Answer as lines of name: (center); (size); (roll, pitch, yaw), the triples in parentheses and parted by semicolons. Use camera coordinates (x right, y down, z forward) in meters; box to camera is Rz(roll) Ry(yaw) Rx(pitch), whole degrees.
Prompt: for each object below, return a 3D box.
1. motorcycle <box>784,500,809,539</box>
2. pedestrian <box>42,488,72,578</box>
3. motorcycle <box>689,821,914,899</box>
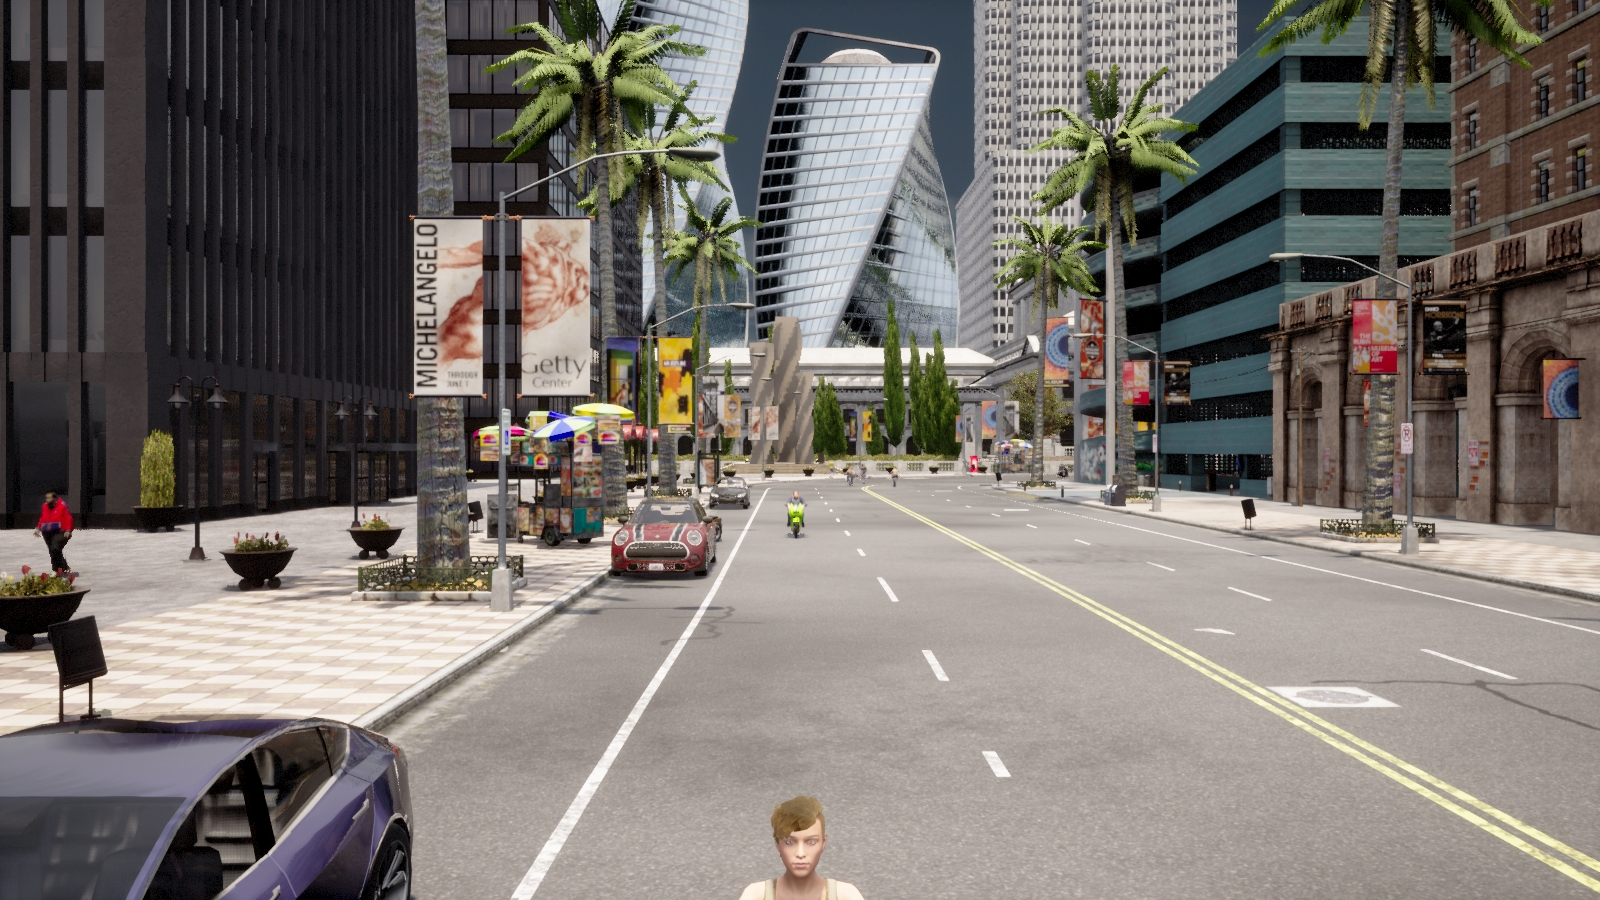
motorcycle: (-0.125, 2.228, 36.865); (0.803, 1.145, 2.033); (0, 0, -1)
pedestrian: (-15.501, 1.724, 23.825); (0.375, 1.860, 0.375); (0, 0, 3)
motorcycle: (0.005, 2.172, 3.546); (0.764, 1.277, 2.356); (0, 0, 0)
